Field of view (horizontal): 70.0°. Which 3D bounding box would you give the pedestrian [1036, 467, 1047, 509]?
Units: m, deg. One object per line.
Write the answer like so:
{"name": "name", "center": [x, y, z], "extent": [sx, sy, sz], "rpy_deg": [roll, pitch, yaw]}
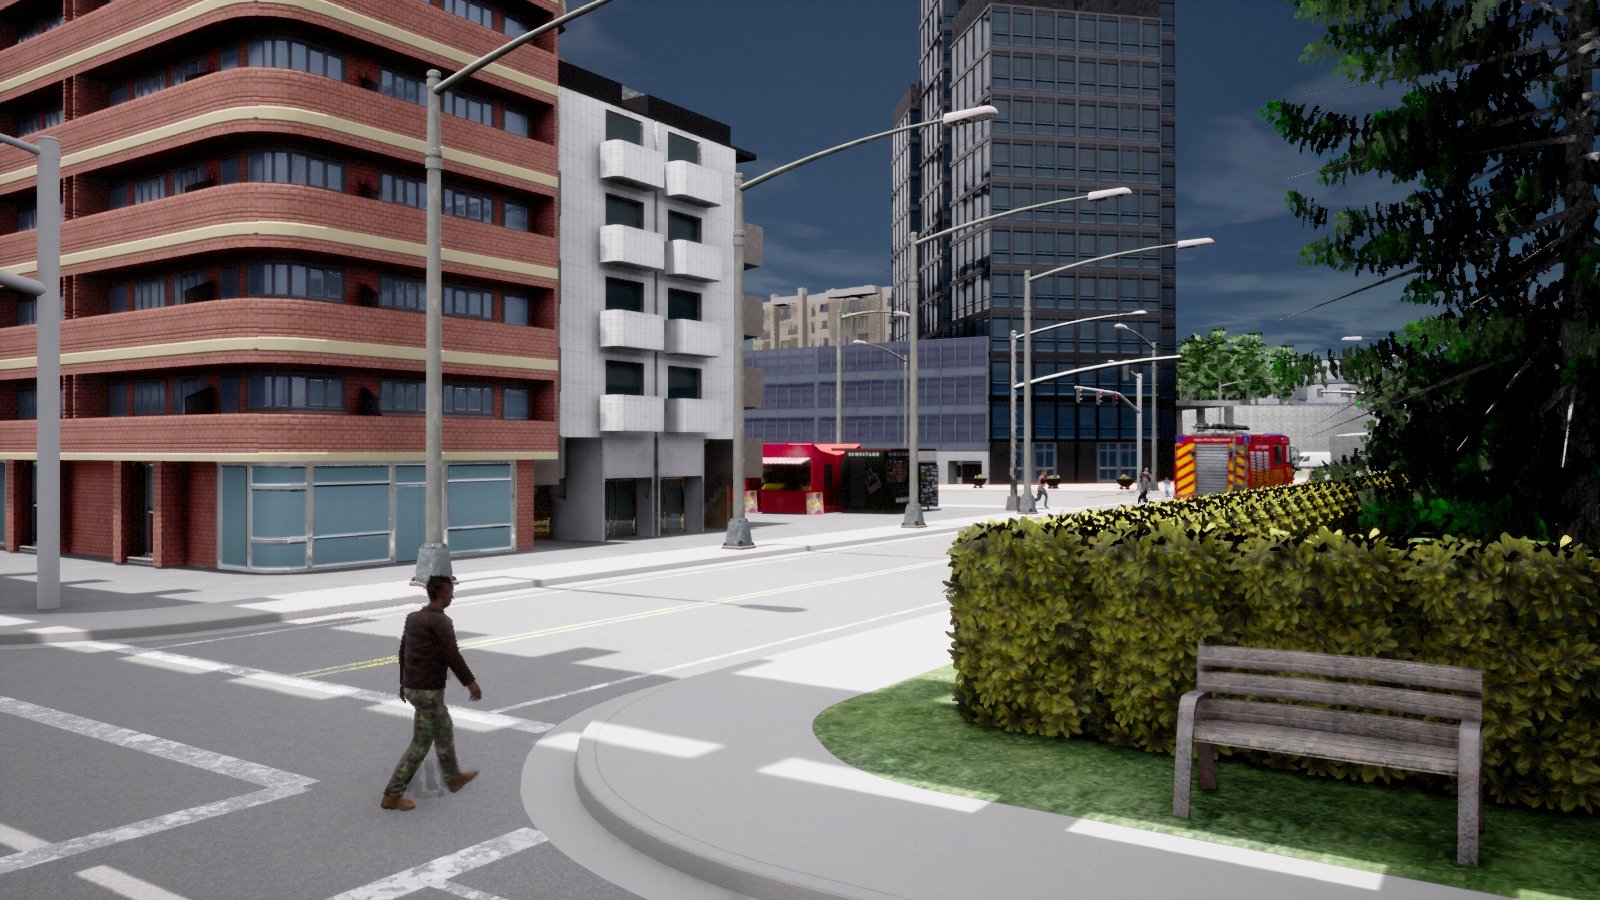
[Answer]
{"name": "pedestrian", "center": [10.794, 1.703, 51.056], "extent": [0.375, 1.860, 0.375], "rpy_deg": [0, 0, 42]}

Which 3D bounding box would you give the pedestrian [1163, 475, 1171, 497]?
{"name": "pedestrian", "center": [22.038, 2.167, 68.593], "extent": [0.375, 1.300, 0.375], "rpy_deg": [0, 0, 27]}

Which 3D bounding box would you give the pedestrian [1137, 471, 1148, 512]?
{"name": "pedestrian", "center": [15.609, 1.870, 52.072], "extent": [0.375, 1.860, 0.375], "rpy_deg": [0, 0, 35]}

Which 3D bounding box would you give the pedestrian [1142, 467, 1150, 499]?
{"name": "pedestrian", "center": [19.999, 1.891, 66.037], "extent": [0.375, 1.860, 0.375], "rpy_deg": [0, 0, 33]}

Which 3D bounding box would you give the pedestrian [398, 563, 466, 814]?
{"name": "pedestrian", "center": [-2.895, 1.848, 8.984], "extent": [0.375, 1.860, 0.375], "rpy_deg": [0, 0, 44]}

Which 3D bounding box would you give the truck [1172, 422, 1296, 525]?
{"name": "truck", "center": [17.948, 0.897, 46.817], "extent": [2.891, 3.827, 8.468], "rpy_deg": [0, 0, 34]}
